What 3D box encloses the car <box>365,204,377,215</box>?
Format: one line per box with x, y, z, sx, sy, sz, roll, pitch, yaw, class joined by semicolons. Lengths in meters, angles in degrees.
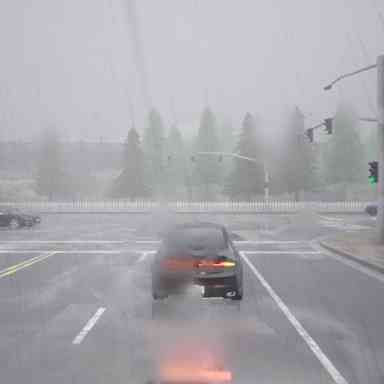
18.733;1.422;30.750;5.008;1.535;1.882;0;0;1;car

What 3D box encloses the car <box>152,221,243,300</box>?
0.171;1.505;8.374;1.837;1.490;4.892;0;0;2;car

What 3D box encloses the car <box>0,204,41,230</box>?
-11.802;1.488;20.269;4.892;1.490;1.837;0;0;0;car
